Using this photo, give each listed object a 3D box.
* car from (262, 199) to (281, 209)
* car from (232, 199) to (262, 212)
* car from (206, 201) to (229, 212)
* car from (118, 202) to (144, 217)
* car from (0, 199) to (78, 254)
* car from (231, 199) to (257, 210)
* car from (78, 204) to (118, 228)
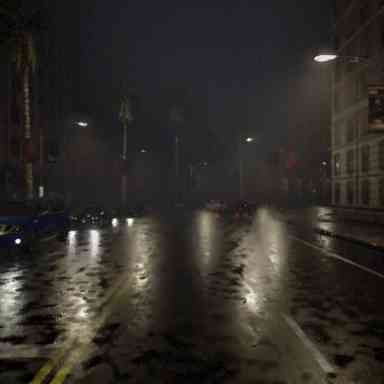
[{"bbox_3d":[12.446,1.891,51.982,1.837,1.490,4.892,0,-1,41],"label":"car"},{"bbox_3d":[7.079,1.812,43.188,2.128,1.511,4.902,0,0,25],"label":"car"},{"bbox_3d":[3.278,1.846,43.210,1.812,1.442,4.674,0,0,22],"label":"car"},{"bbox_3d":[-6.361,1.734,34.492,1.882,1.535,5.008,0,0,7],"label":"car"},{"bbox_3d":[-7.084,1.329,14.359,2.150,2.045,5.566,0,0,0],"label":"car"},{"bbox_3d":[8.225,1.865,52.201,1.882,1.535,5.008,0,-1,38],"label":"car"},{"bbox_3d":[-7.018,1.684,24.049,1.837,1.490,4.892,0,0,1],"label":"car"}]
